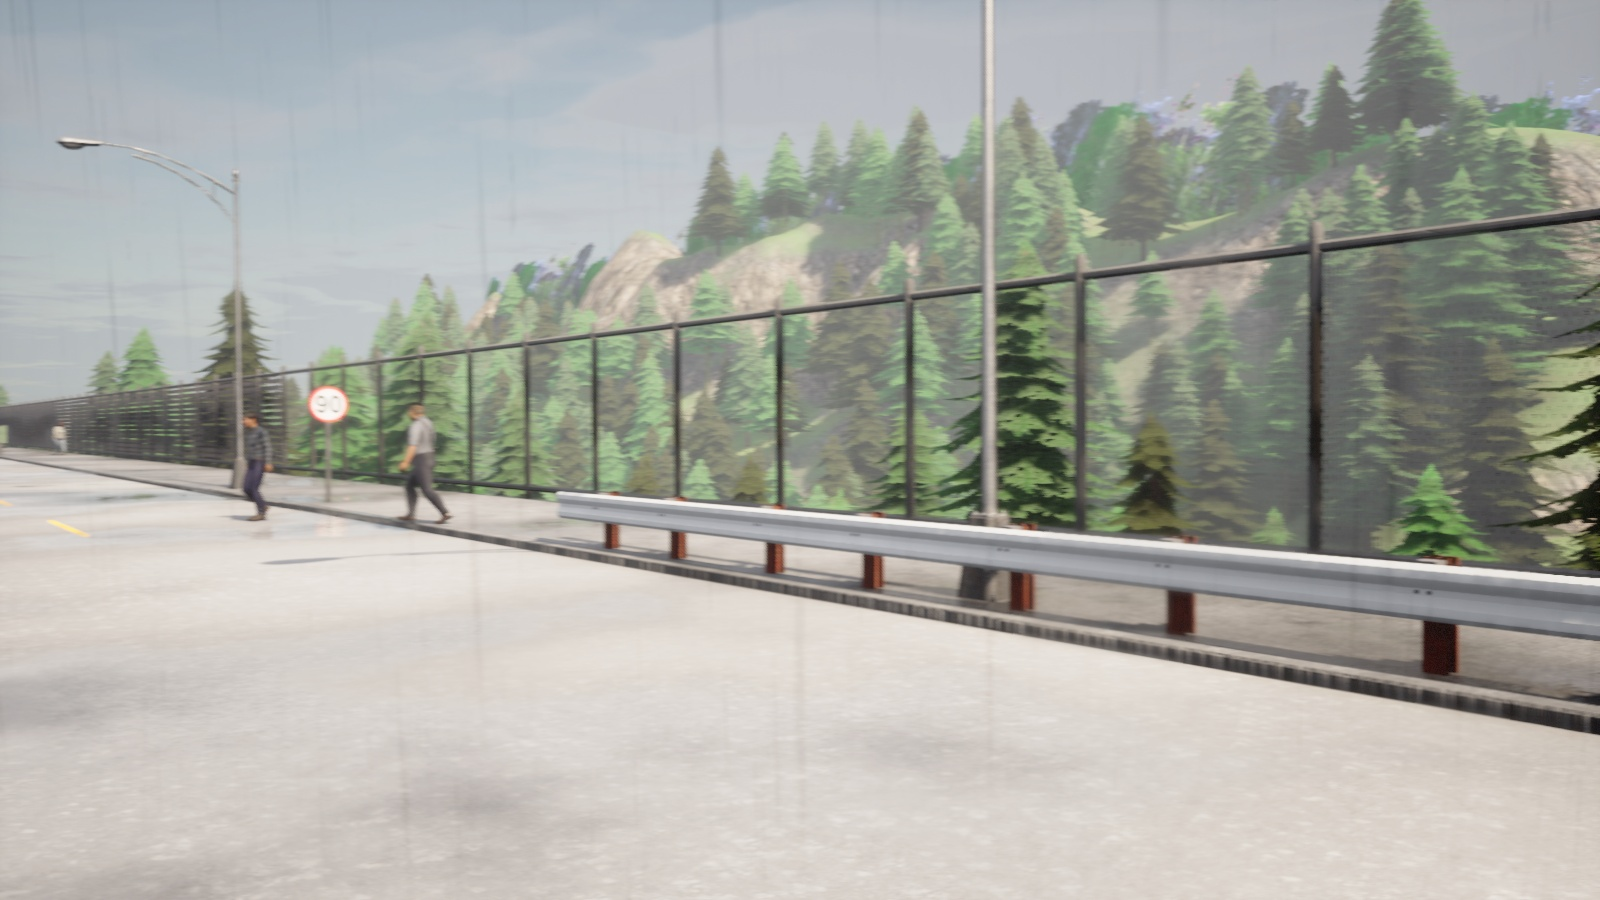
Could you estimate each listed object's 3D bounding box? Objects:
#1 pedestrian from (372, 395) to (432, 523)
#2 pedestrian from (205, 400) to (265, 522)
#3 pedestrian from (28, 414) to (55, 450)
[{"bbox_3d":[-5.862,0.125,18.527,0.694,1.848,0.540,0,1,3],"label":"pedestrian"},{"bbox_3d":[-9.224,0.168,20.501,0.788,1.949,0.423,-1,2,-41],"label":"pedestrian"},{"bbox_3d":[-39.432,-0.935,65.320,0.900,1.855,0.874,1,1,31],"label":"pedestrian"}]
